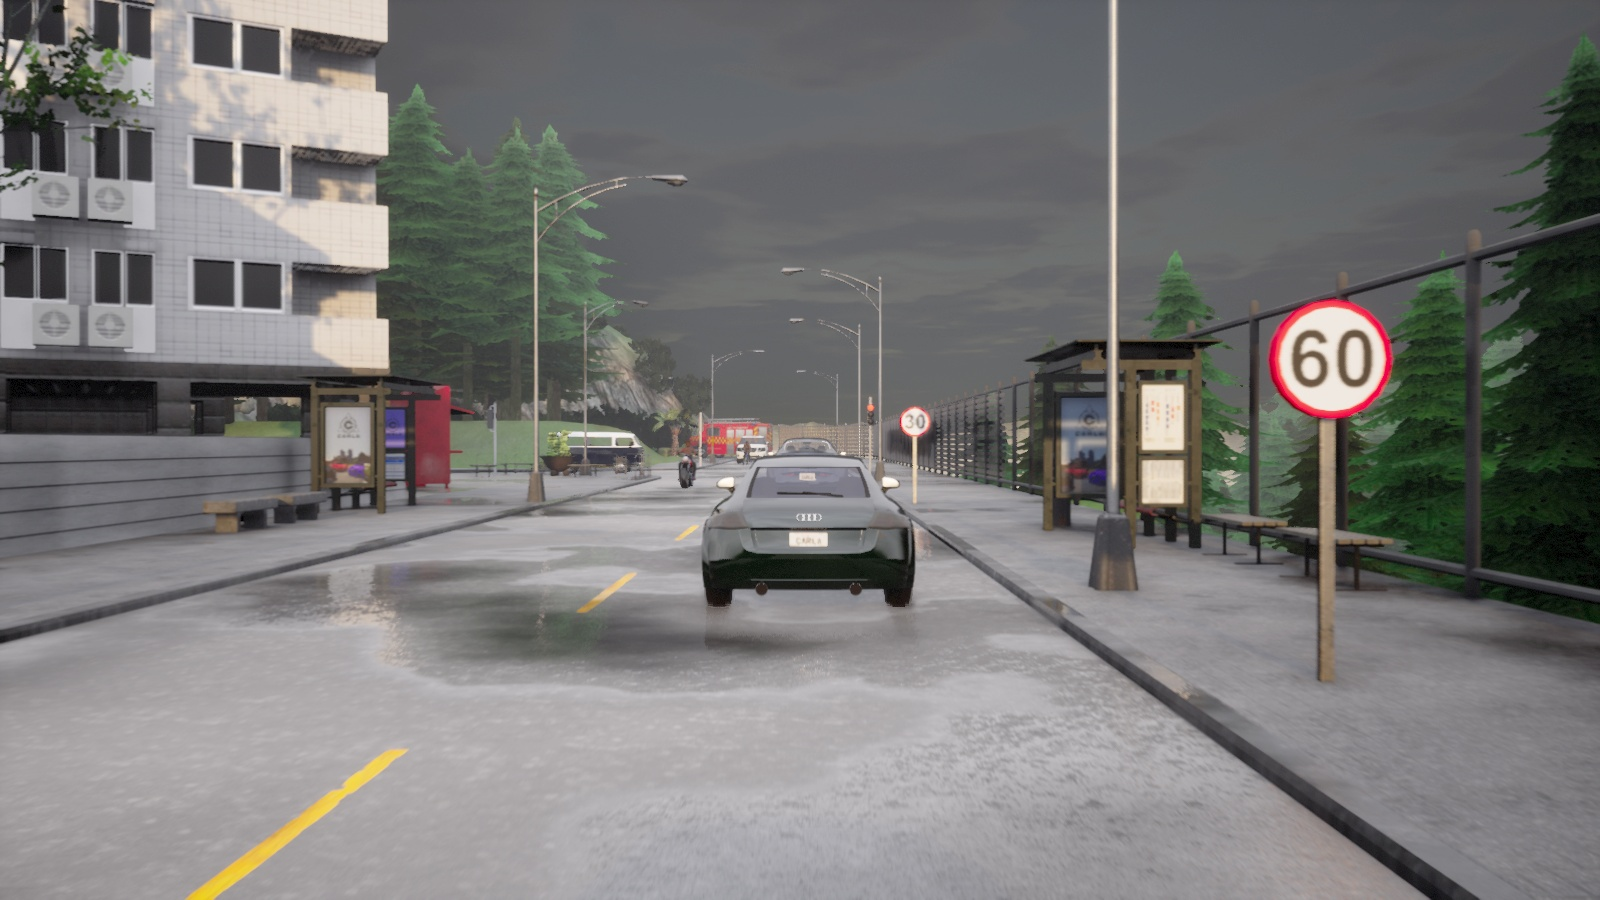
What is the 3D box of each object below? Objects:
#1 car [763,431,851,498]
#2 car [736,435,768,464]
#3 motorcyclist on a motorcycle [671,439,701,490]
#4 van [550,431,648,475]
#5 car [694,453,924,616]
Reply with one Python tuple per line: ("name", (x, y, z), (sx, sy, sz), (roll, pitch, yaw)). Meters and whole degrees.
("car", (0.191, 0.338, 33.207), (2.152, 1.651, 5.027), (0, 0, 0))
("car", (-3.498, -0.062, 92.689), (2.150, 2.045, 5.566), (0, 1, 0))
("motorcyclist on a motorcycle", (-3.762, 0.459, 41.670), (0.766, 1.649, 2.350), (0, 0, 0))
("van", (-9.555, 0.124, 59.997), (4.480, 2.038, 2.069), (0, 1, -5))
("car", (0.085, 0.737, 12.984), (1.994, 1.385, 4.181), (0, 0, 0))
